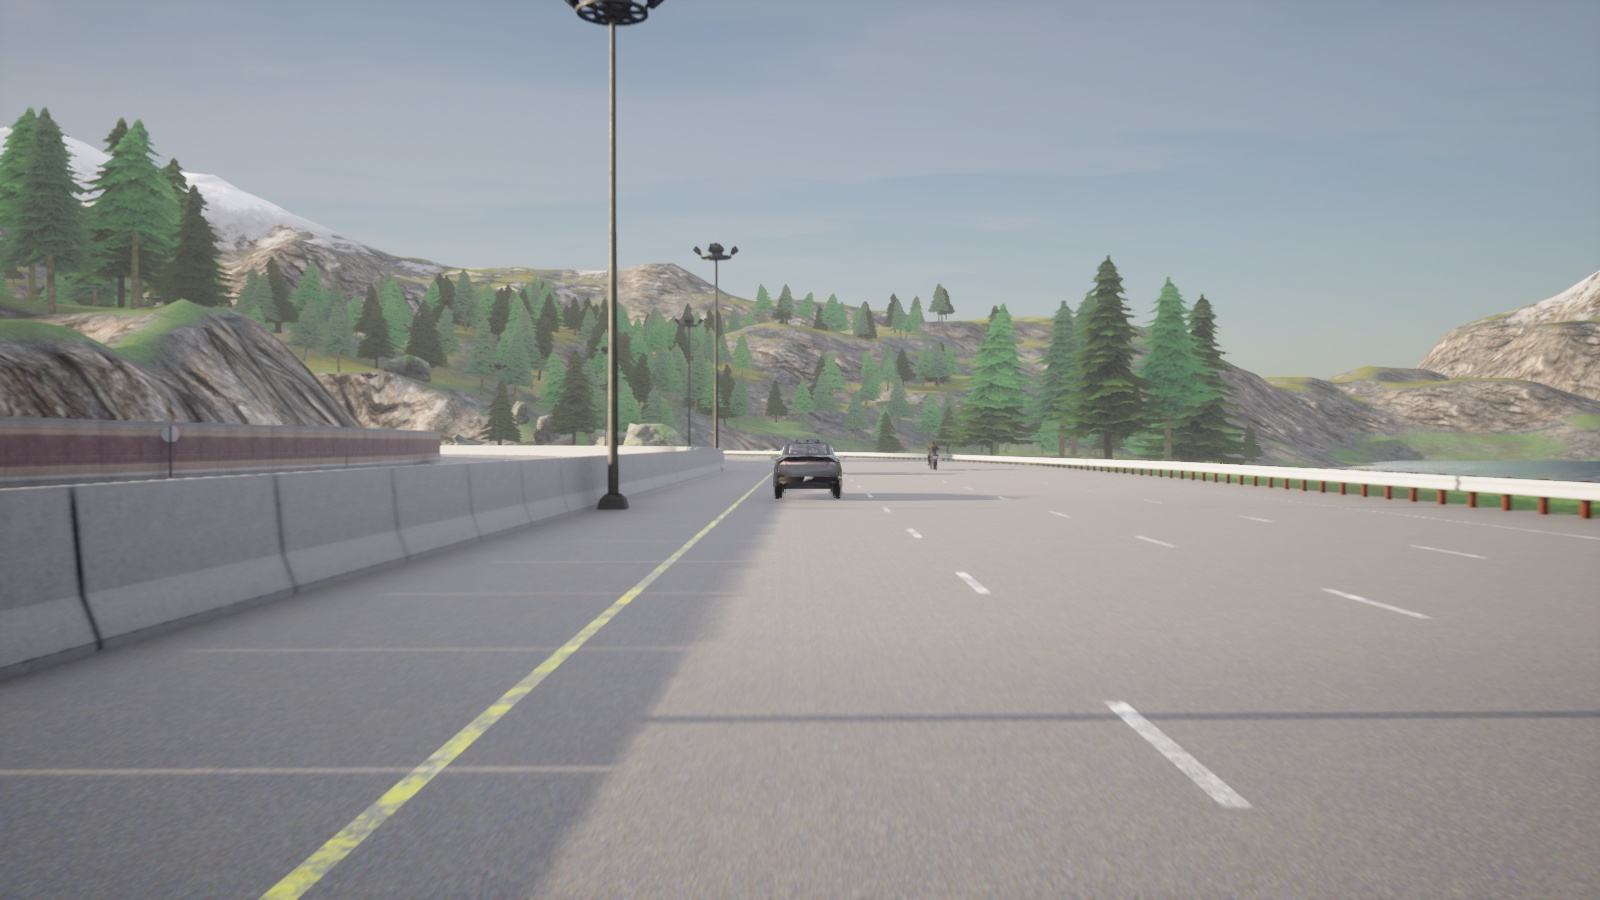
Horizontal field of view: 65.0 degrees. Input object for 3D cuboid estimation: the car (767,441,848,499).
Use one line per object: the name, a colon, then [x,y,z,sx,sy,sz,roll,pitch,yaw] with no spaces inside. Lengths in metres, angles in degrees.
car: [0.218,0.506,35.330,2.128,1.511,4.902,0,0,0]
